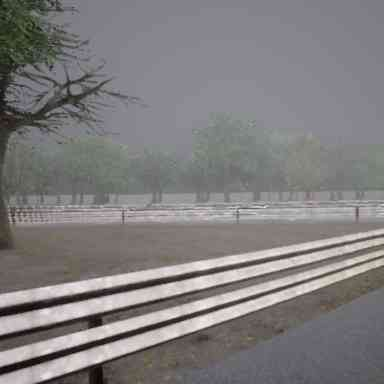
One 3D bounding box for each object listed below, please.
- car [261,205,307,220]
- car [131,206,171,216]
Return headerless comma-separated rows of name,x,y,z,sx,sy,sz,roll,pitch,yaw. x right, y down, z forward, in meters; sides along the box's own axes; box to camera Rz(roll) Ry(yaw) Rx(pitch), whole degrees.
car,9.479,2.038,34.313,4.674,1.442,1.812,-1,0,3
car,-4.905,2.427,38.680,4.181,1.385,1.994,-1,0,3
